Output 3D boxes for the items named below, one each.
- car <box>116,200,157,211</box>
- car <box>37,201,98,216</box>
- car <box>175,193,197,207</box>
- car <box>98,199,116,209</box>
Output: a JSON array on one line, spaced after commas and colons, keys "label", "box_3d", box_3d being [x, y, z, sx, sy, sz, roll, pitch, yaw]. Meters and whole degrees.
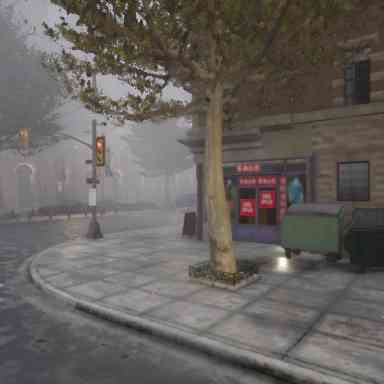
[{"label": "car", "box_3d": [-6.613, 1.611, 41.247, 1.895, 1.301, 4.718, 0, 0, 36]}, {"label": "car", "box_3d": [-12.513, 1.557, 33.166, 2.033, 1.411, 5.357, 0, 0, 36]}, {"label": "car", "box_3d": [-0.231, 1.229, 49.969, 2.150, 2.045, 5.566, 0, 0, 36]}, {"label": "car", "box_3d": [-12.010, 1.607, 45.132, 1.895, 1.301, 4.718, 0, 0, 36]}]
